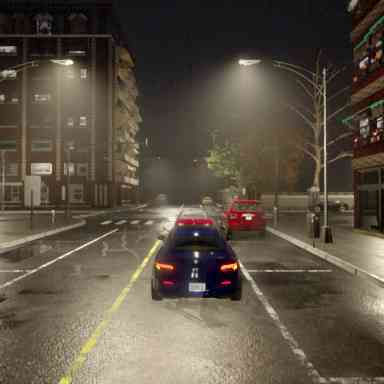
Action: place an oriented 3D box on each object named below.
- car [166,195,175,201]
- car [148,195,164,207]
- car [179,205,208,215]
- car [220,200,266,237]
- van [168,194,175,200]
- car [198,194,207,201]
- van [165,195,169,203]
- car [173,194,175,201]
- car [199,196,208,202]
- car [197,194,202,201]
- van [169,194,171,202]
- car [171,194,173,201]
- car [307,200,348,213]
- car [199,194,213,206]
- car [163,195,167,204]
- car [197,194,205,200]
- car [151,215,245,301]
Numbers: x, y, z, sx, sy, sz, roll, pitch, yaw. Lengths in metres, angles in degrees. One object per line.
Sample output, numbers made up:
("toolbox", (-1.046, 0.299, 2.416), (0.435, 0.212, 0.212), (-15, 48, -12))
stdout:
("car", (-5.778, 1.625, 89.403), (2.008, 1.369, 4.403), (1, 0, 0))
("car", (-5.734, 1.614, 50.633), (1.802, 1.307, 4.206), (1, 0, 0))
("car", (0.080, 1.609, 17.954), (1.895, 1.301, 4.718), (0, 0, 0))
("car", (2.688, 1.323, 18.144), (2.192, 1.841, 5.009), (1, 0, 0))
("van", (-5.780, 1.422, 94.941), (1.690, 1.788, 3.998), (1, 0, 0))
("car", (2.612, 1.382, 83.865), (2.192, 1.841, 5.009), (1, 0, 0))
("van", (-5.742, 1.383, 61.709), (1.690, 1.788, 3.998), (1, 0, 0))
("car", (-5.765, 1.611, 78.325), (2.008, 1.369, 4.403), (1, 0, 0))
("car", (2.614, 1.626, 78.327), (1.947, 1.339, 4.313), (1, 0, 0))
("car", (2.621, 1.605, 72.788), (2.008, 1.369, 4.403), (1, 0, 0))
("van", (-5.749, 1.389, 67.248), (1.690, 1.788, 3.998), (1, 0, 0))
("car", (-5.759, 1.636, 72.787), (1.802, 1.307, 4.206), (1, 0, 0))
("car", (15.171, 1.609, 37.191), (4.313, 1.339, 1.947), (0, -1, 0))
("car", (2.640, 1.563, 56.344), (1.752, 1.417, 4.829), (1, 0, 0))
("car", (-5.740, 1.619, 56.170), (1.802, 1.307, 4.206), (1, 0, 0))
("car", (2.600, 1.396, 94.940), (2.192, 1.841, 5.009), (1, 0, 0))
("car", (0.092, 1.529, 8.211), (1.812, 1.442, 4.674), (0, 0, 0))
